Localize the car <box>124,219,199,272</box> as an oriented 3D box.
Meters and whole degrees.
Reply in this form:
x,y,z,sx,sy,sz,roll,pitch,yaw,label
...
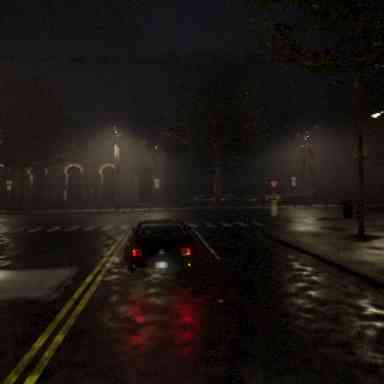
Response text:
x,y,z,sx,sy,sz,roll,pitch,yaw,label
-0.945,1.492,10.422,1.895,1.301,4.718,-1,1,-5,car

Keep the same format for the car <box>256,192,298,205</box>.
x,y,z,sx,sy,sz,roll,pitch,yaw,label
11.040,0.944,43.003,4.718,1.301,1.895,-1,1,-5,car

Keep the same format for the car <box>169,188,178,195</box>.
x,y,z,sx,sy,sz,roll,pitch,yaw,label
-3.816,0.027,91.271,5.566,2.045,2.435,-1,1,-5,car

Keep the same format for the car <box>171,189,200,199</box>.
x,y,z,sx,sy,sz,roll,pitch,yaw,label
-0.915,0.716,61.315,4.786,1.482,2.161,-1,1,-5,car

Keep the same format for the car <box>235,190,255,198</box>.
x,y,z,sx,sy,sz,roll,pitch,yaw,label
10.899,0.394,66.422,4.674,1.452,2.002,-1,1,-5,car

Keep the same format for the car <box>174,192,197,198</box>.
x,y,z,sx,sy,sz,roll,pitch,yaw,label
-1.456,0.640,72.910,4.718,1.301,1.895,-1,1,-5,car
